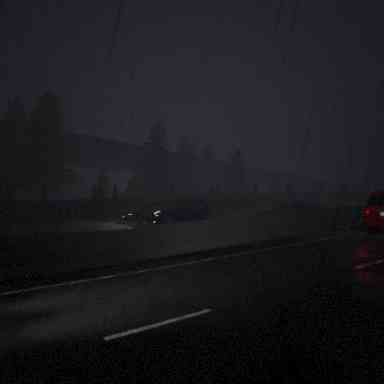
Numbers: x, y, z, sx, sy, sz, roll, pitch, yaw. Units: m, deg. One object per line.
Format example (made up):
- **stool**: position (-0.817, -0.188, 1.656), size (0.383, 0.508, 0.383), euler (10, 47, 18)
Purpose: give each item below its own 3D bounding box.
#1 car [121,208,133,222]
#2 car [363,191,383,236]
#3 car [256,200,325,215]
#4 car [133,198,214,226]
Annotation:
- **car**: position (-2.616, 1.331, 23.621), size (4.892, 1.490, 1.837), euler (-2, 1, -35)
- **car**: position (10.036, 0.935, 15.205), size (5.566, 2.045, 2.150), euler (-1, 1, -35)
- **car**: position (6.494, 1.244, 21.521), size (5.357, 1.411, 2.033), euler (-1, 1, -35)
- **car**: position (-0.906, 1.187, 20.542), size (4.553, 1.767, 2.097), euler (-1, 1, -35)
